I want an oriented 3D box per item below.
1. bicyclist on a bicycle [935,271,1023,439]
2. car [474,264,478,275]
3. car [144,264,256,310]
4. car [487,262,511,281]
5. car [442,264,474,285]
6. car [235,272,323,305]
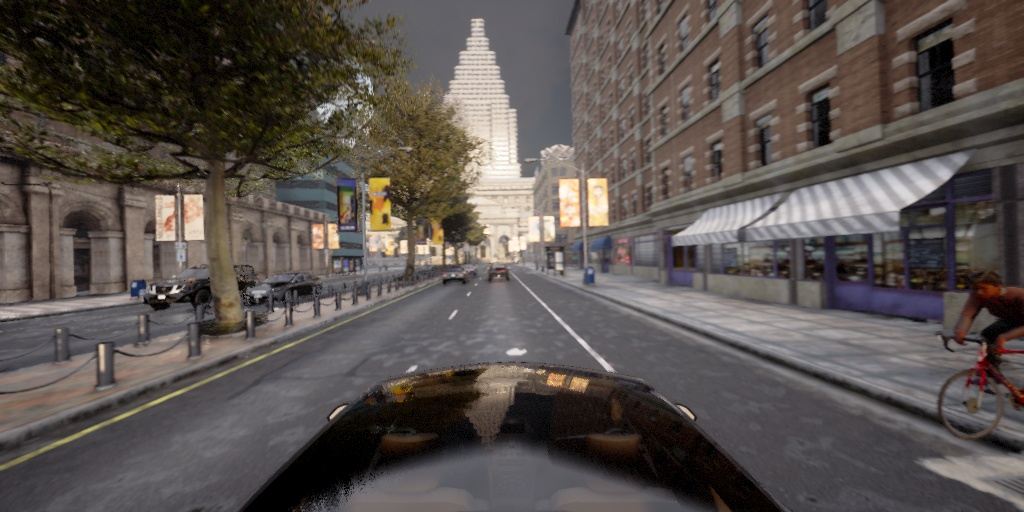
[{"bbox_3d":[4.939,0.949,3.562,1.656,1.620,0.582,-8,0,-3],"label":"bicyclist on a bicycle"},{"bbox_3d":[-5.161,1.620,43.506,2.033,1.411,5.357,-2,0,-2],"label":"car"},{"bbox_3d":[-15.727,1.497,18.708,2.150,2.045,5.566,-2,0,-3],"label":"car"},{"bbox_3d":[-1.191,1.418,32.561,1.837,1.490,4.892,-2,0,-2],"label":"car"},{"bbox_3d":[-4.592,1.547,29.822,2.033,1.411,5.357,-2,0,-2],"label":"car"},{"bbox_3d":[-12.164,1.670,19.487,2.128,1.511,4.902,-2,0,-2],"label":"car"}]
